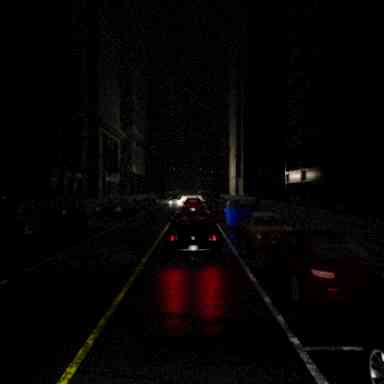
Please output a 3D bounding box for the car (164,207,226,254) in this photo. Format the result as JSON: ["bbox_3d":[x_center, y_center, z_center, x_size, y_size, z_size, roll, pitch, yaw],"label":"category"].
[{"bbox_3d":[0.066,1.455,12.740,1.895,1.301,4.718,0,1,1],"label":"car"}]

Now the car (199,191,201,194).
[{"bbox_3d":[2.899,0.860,63.869,2.008,1.369,4.403,0,1,0],"label":"car"}]

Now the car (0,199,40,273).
[{"bbox_3d":[-5.742,1.226,7.518,2.192,1.841,5.009,0,1,0],"label":"car"}]

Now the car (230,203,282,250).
[{"bbox_3d":[2.794,1.373,13.312,1.752,1.417,4.829,0,1,0],"label":"car"}]

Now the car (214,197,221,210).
[{"bbox_3d":[2.817,1.308,24.415,1.802,1.307,4.206,0,1,0],"label":"car"}]

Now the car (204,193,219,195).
[{"bbox_3d":[2.852,1.111,41.324,1.947,1.339,4.313,0,1,0],"label":"car"}]

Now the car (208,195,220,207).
[{"bbox_3d":[2.828,1.215,30.051,2.008,1.369,4.403,0,1,0],"label":"car"}]

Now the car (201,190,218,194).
[{"bbox_3d":[2.865,0.801,46.957,2.192,1.841,5.009,0,1,0],"label":"car"}]

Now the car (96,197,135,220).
[{"bbox_3d":[-5.708,1.163,24.426,1.967,1.590,4.097,0,1,0],"label":"car"}]

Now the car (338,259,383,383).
[{"bbox_3d":[2.770,1.543,1.870,1.947,1.339,4.313,0,1,0],"label":"car"}]

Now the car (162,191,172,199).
[{"bbox_3d":[-5.602,0.631,75.151,1.967,1.590,4.097,0,1,0],"label":"car"}]

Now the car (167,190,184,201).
[{"bbox_3d":[-2.932,0.868,58.547,1.837,1.490,4.892,0,1,1],"label":"car"}]

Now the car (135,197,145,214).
[{"bbox_3d":[-5.697,1.244,30.063,1.802,1.307,4.206,0,1,0],"label":"car"}]

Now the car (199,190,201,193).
[{"bbox_3d":[2.911,0.775,69.675,1.752,1.417,4.829,0,1,0],"label":"car"}]

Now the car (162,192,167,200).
[{"bbox_3d":[-5.626,0.873,63.880,1.947,1.339,4.313,0,1,0],"label":"car"}]

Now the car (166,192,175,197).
[{"bbox_3d":[-5.579,0.644,86.423,1.947,1.339,4.313,0,1,0],"label":"car"}]

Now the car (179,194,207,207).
[{"bbox_3d":[0.111,1.200,29.101,1.812,1.442,4.674,0,1,1],"label":"car"}]

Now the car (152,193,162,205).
[{"bbox_3d":[-5.662,1.066,46.972,1.802,1.307,4.206,0,1,0],"label":"car"}]

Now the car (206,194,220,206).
[{"bbox_3d":[2.840,1.170,35.688,1.947,1.339,4.313,0,1,0],"label":"car"}]

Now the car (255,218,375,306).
[{"bbox_3d":[2.781,1.495,7.506,1.802,1.307,4.206,0,1,0],"label":"car"}]

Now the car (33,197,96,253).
[{"bbox_3d":[-5.730,1.162,13.154,2.192,1.841,5.009,0,1,0],"label":"car"}]

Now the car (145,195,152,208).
[{"bbox_3d":[-5.685,1.184,35.700,1.802,1.307,4.206,0,1,0],"label":"car"}]

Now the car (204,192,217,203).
[{"bbox_3d":[2.876,0.867,52.596,1.967,1.590,4.097,0,1,0],"label":"car"}]

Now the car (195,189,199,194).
[{"bbox_3d":[2.553,0.501,94.758,1.837,1.490,4.892,0,1,0],"label":"car"}]

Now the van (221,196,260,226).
[{"bbox_3d":[2.806,1.128,18.776,1.690,1.788,3.998,0,1,0],"label":"van"}]
